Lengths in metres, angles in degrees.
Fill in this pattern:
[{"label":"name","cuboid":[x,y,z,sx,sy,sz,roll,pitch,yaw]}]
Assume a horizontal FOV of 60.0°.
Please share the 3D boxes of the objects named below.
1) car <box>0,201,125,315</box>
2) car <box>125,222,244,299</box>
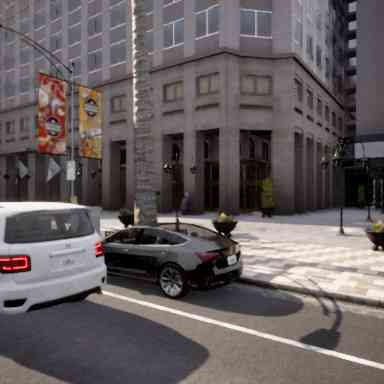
[{"label":"car","cuboid":[-4.207,1.218,6.990,5.566,2.045,2.150,0,0,35]},{"label":"car","cuboid":[-1.048,1.511,8.533,4.786,1.482,2.161,0,0,35]}]
